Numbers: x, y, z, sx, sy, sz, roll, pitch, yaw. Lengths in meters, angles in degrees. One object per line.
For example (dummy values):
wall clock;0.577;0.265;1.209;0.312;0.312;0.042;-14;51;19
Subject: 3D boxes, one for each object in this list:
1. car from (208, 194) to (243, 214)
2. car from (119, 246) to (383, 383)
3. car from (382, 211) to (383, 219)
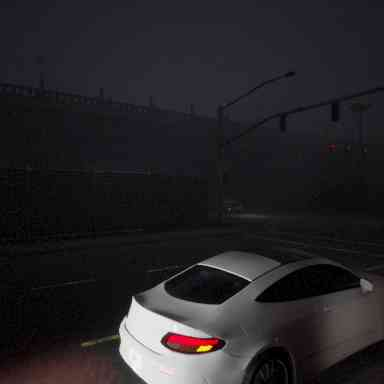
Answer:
car;3.042;1.276;36.060;2.150;2.045;5.566;0;0;-35
car;1.312;1.526;4.720;4.674;1.442;1.812;0;0;-35
car;15.616;1.550;22.632;4.674;1.442;1.812;0;1;24
